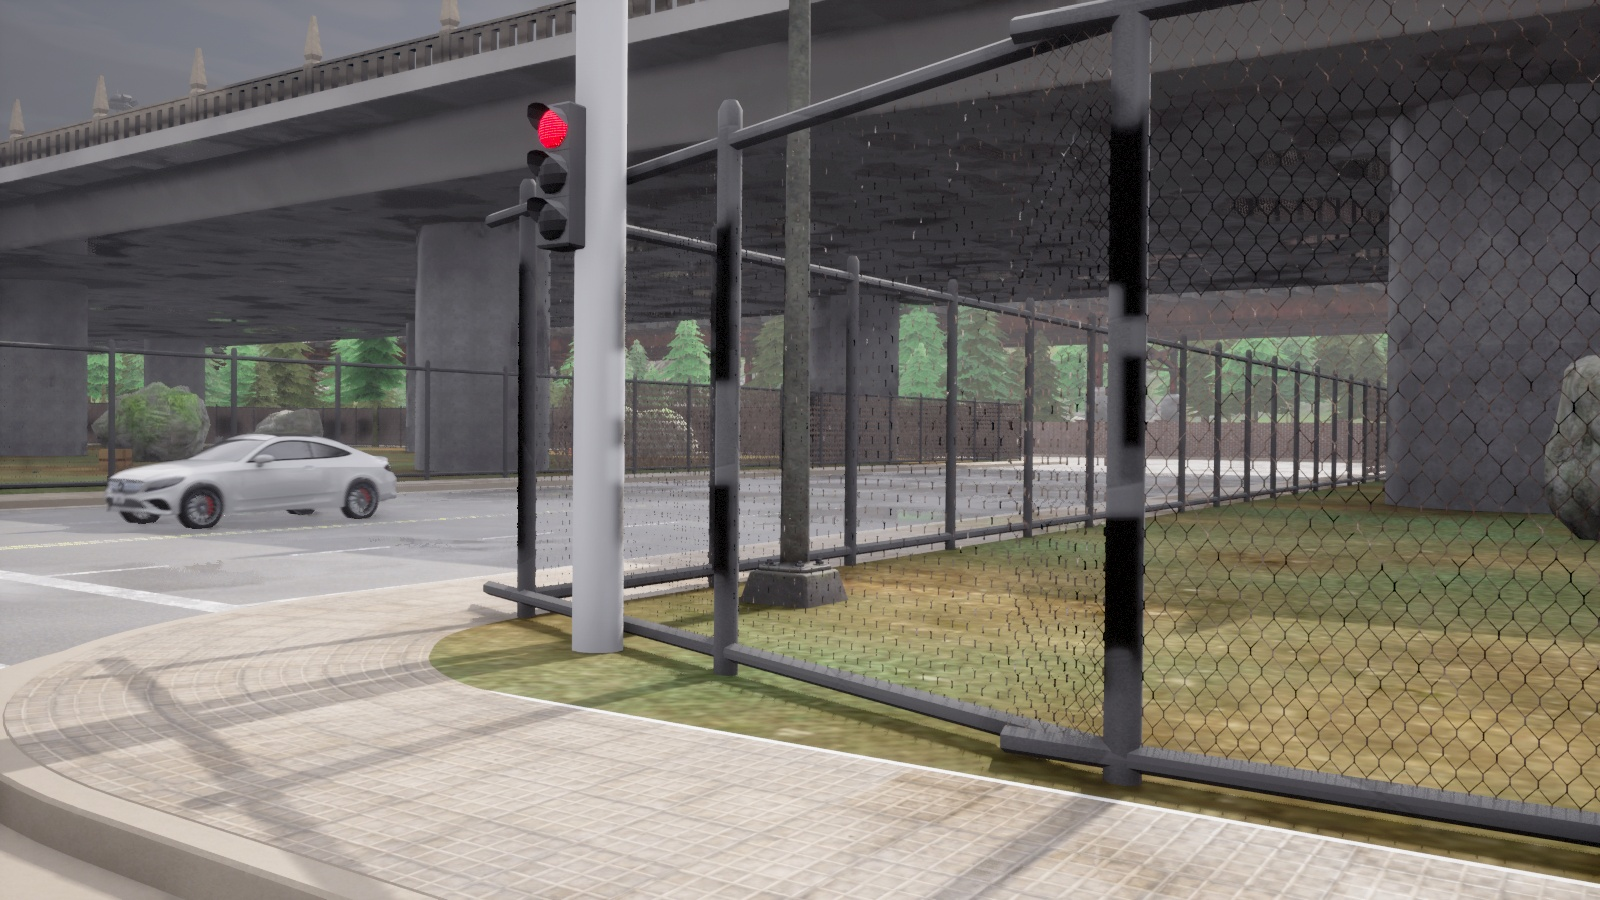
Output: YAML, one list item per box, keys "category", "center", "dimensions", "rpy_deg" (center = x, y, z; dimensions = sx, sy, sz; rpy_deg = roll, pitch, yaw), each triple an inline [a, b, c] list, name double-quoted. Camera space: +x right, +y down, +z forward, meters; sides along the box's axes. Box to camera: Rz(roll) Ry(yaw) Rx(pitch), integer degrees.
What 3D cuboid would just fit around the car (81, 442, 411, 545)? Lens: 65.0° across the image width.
- category: "car"
  center: [-8.860, 0.613, 20.522]
  dimensions: [1.812, 1.442, 4.674]
  rpy_deg: [0, 1, 33]
